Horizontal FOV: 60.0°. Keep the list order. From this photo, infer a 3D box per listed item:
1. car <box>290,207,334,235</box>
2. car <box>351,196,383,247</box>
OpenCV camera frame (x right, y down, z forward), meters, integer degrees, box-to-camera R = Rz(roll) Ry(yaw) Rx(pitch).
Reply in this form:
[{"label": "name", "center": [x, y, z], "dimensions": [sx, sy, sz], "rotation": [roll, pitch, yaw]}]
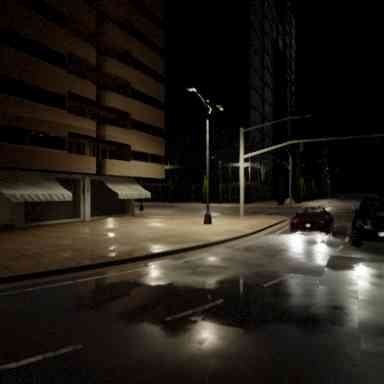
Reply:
[{"label": "car", "center": [6.916, 1.550, 18.947], "dimensions": [1.994, 1.385, 4.181], "rotation": [0, 0, 28]}, {"label": "car", "center": [8.412, 1.210, 14.581], "dimensions": [2.150, 2.045, 5.566], "rotation": [0, 0, 31]}]
